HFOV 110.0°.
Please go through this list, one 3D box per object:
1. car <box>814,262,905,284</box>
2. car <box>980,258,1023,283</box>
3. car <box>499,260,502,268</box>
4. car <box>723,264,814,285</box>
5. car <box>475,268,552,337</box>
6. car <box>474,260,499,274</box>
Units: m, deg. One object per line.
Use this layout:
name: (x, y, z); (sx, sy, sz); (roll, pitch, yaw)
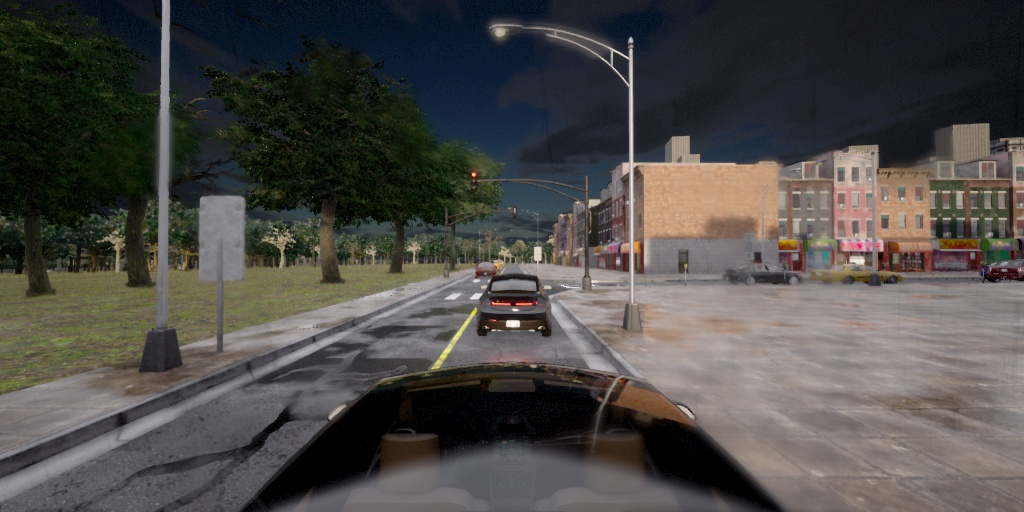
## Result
car: (21.375, 1.069, 22.240); (4.829, 1.417, 1.751); (0, 0, 0)
car: (32.553, 0.900, 22.286); (4.097, 1.591, 1.967); (0, 0, 0)
car: (-2.728, 1.354, 50.572); (1.882, 1.535, 5.008); (0, 0, 0)
car: (15.530, 1.139, 22.215); (4.403, 1.370, 2.007); (0, 0, 0)
car: (0.104, 1.261, 10.382); (1.837, 1.490, 4.892); (0, 0, 2)
car: (-2.507, 1.275, 33.425); (1.882, 1.535, 5.008); (0, 0, -5)
